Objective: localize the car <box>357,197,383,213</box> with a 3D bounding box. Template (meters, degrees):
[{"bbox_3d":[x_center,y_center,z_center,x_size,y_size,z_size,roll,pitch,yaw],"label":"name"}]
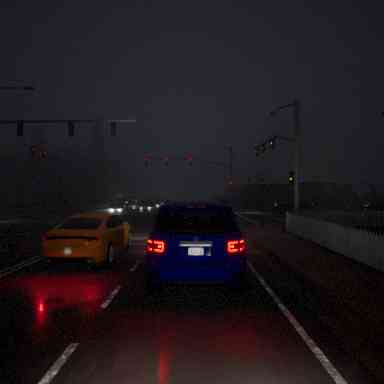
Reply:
[{"bbox_3d":[20.511,1.352,36.266,4.553,1.767,2.097,0,0,-1],"label":"car"}]

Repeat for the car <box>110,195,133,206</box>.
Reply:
[{"bbox_3d":[-10.486,1.491,48.200,2.128,1.511,4.902,0,0,0],"label":"car"}]

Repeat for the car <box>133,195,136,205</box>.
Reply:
[{"bbox_3d":[-10.447,1.352,57.411,2.097,1.767,4.553,0,0,0],"label":"car"}]

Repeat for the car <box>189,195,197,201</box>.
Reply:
[{"bbox_3d":[0.204,1.540,88.979,2.033,1.411,5.357,0,0,0],"label":"car"}]

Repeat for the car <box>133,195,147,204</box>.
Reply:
[{"bbox_3d":[-10.366,1.478,66.680,1.882,1.535,5.008,0,0,1],"label":"car"}]

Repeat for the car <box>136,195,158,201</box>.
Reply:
[{"bbox_3d":[-6.976,1.547,52.198,2.033,1.411,5.357,0,0,0],"label":"car"}]

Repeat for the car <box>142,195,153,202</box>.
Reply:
[{"bbox_3d":[-10.323,1.524,76.935,1.812,1.442,4.674,0,0,0],"label":"car"}]

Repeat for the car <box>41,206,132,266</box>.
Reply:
[{"bbox_3d":[-3.397,1.478,11.612,1.882,1.535,5.008,0,0,0],"label":"car"}]

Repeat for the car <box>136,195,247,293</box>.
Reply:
[{"bbox_3d":[0.083,1.221,8.990,2.150,2.045,5.566,0,0,0],"label":"car"}]

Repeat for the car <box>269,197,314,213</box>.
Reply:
[{"bbox_3d":[10.730,1.352,36.046,4.553,1.767,2.097,0,0,-1],"label":"car"}]

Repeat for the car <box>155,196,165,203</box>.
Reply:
[{"bbox_3d":[-6.835,1.524,71.677,1.812,1.442,4.674,0,0,0],"label":"car"}]
